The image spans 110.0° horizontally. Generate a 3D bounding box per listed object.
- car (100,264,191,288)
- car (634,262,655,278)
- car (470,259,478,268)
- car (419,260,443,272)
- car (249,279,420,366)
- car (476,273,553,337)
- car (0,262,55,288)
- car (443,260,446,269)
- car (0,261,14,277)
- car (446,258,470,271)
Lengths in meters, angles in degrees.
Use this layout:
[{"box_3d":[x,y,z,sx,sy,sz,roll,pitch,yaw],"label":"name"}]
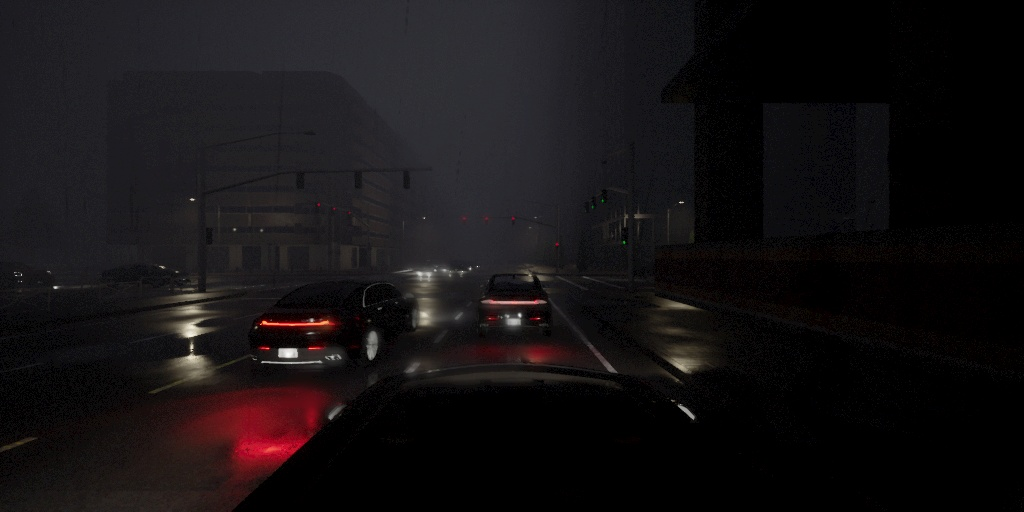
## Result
[{"box_3d":[-24.030,1.298,23.654,4.902,1.511,2.128,0,0,0],"label":"car"},{"box_3d":[13.949,1.297,34.287,4.902,1.511,2.128,0,0,0],"label":"car"},{"box_3d":[-7.405,1.314,60.354,1.994,1.385,4.181,0,0,1],"label":"car"},{"box_3d":[-10.980,1.241,47.566,2.128,1.511,4.902,0,0,0],"label":"car"},{"box_3d":[-3.451,1.255,7.977,1.837,1.490,4.892,0,0,0],"label":"car"},{"box_3d":[0.059,1.242,10.297,2.128,1.511,4.902,0,0,0],"label":"car"},{"box_3d":[-33.393,1.157,23.673,4.553,1.767,2.097,0,0,0],"label":"car"},{"box_3d":[-10.949,1.351,56.911,1.895,1.301,4.718,0,0,1],"label":"car"},{"box_3d":[-51.657,1.283,34.405,5.008,1.535,1.882,0,0,0],"label":"car"},{"box_3d":[-7.486,1.228,50.337,1.882,1.535,5.008,0,0,0],"label":"car"}]
